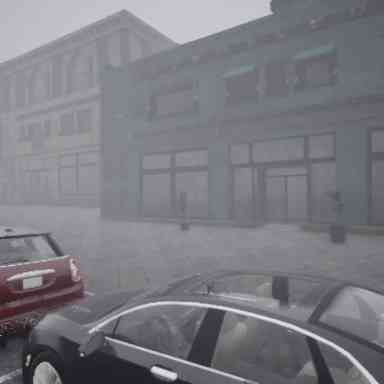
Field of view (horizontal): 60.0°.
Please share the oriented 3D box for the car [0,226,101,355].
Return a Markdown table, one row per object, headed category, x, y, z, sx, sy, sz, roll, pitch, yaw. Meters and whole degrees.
| category | x | y | z | sx | sy | sz | roll | pitch | yaw |
| --- | --- | --- | --- | --- | --- | --- | --- | --- | --- |
| car | -4.153 | 1.415 | 6.291 | 4.553 | 1.767 | 2.185 | -1 | -2 | 35 |
